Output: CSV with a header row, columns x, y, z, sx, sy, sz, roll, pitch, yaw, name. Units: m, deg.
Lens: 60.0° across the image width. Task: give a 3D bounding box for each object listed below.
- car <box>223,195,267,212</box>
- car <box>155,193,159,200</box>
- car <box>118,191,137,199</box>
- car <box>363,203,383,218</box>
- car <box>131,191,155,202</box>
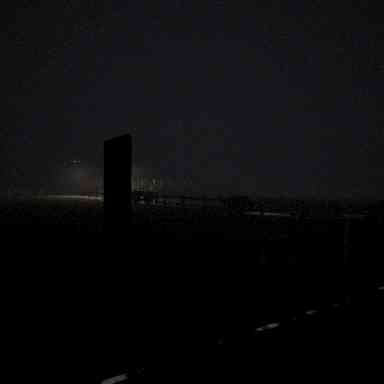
x,y,z,sx,sy,sz,roll,pitch,yaw,name
5.212,1.068,33.198,1.882,1.535,5.008,0,1,-35,car
-7.491,0.617,57.256,2.128,1.511,4.902,0,1,-35,car
-12.450,0.503,64.185,1.812,1.442,4.674,0,1,-35,car
15.191,1.317,24.632,1.882,1.535,5.008,2,0,-23,car
-8.223,0.682,52.111,1.837,1.490,4.892,0,0,-35,car
